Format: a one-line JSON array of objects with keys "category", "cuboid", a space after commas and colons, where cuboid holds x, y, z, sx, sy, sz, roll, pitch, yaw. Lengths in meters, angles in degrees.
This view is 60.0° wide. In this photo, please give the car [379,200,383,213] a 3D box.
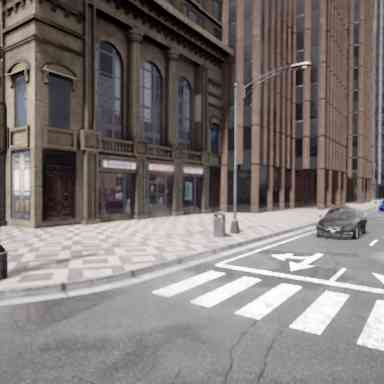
[{"category": "car", "cuboid": [22.740, 1.550, 38.237, 1.882, 1.535, 5.008, 1, 1, 35]}]

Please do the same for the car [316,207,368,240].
[{"category": "car", "cuboid": [7.938, 1.569, 17.430, 1.837, 1.490, 4.892, 1, 1, 35]}]
